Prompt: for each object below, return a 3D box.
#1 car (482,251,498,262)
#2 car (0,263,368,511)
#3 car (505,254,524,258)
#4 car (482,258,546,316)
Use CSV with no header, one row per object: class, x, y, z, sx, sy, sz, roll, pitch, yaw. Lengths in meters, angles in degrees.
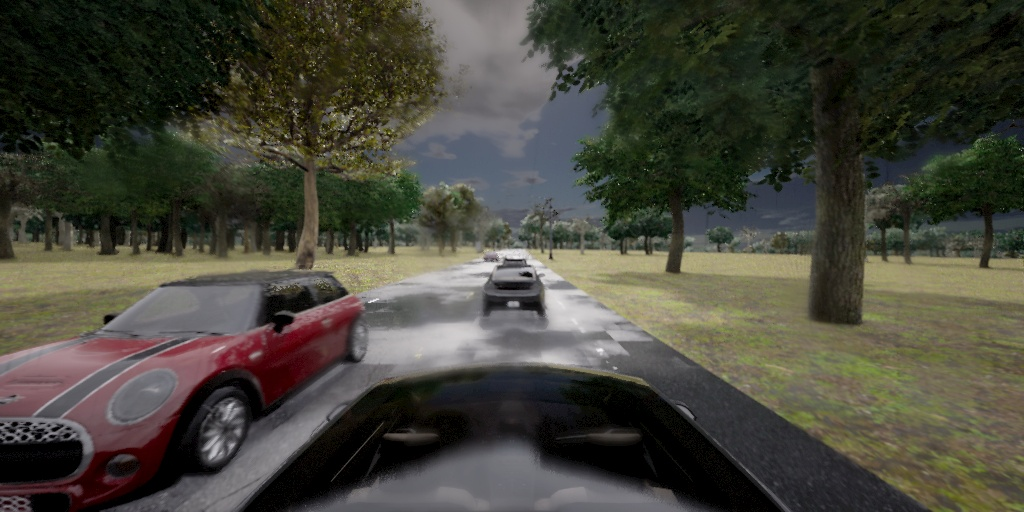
car,-2.981,0.053,50.775,1.812,1.442,4.674,0,2,2
car,-3.659,1.028,4.640,2.097,1.767,4.553,0,2,-1
car,0.238,0.552,29.016,2.128,1.511,4.902,0,1,1
car,0.074,0.991,12.017,1.837,1.490,4.892,0,2,0
